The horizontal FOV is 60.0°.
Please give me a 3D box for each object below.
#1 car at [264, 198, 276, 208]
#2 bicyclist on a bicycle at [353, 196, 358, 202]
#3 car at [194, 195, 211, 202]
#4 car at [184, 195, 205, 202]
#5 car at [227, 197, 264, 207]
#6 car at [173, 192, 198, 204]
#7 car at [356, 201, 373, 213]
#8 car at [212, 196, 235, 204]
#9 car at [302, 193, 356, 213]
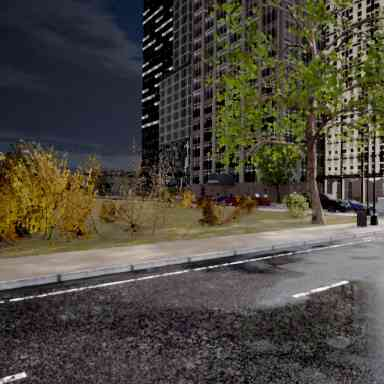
[{"bbox_3d":[9.790,1.456,47.389,1.812,1.442,4.674,1,0,-34],"label":"car"},{"bbox_3d":[23.111,1.398,47.018,1.656,1.620,0.582,1,0,-34],"label":"bicyclist on a bicycle"},{"bbox_3d":[2.739,1.305,64.009,2.097,1.767,4.553,1,0,-33],"label":"car"},{"bbox_3d":[0.528,1.395,73.053,2.033,1.411,5.357,1,0,-34],"label":"car"},{"bbox_3d":[6.985,1.361,45.735,1.882,1.535,5.008,1,0,-34],"label":"car"},{"bbox_3d":[-1.320,1.128,64.116,2.150,2.045,5.566,1,-1,-33],"label":"car"},{"bbox_3d":[17.047,1.497,36.623,2.033,1.411,5.357,1,0,-31],"label":"car"},{"bbox_3d":[6.097,1.526,64.744,1.812,1.442,4.674,1,0,-34],"label":"car"},{"bbox_3d":[13.886,1.123,35.447,2.150,2.045,5.566,1,-1,-34],"label":"car"}]
